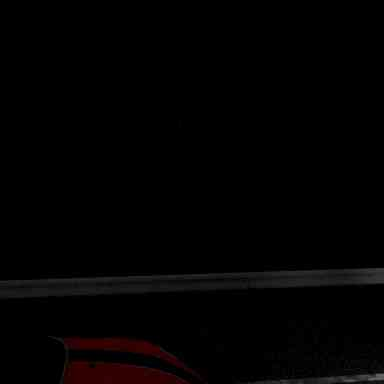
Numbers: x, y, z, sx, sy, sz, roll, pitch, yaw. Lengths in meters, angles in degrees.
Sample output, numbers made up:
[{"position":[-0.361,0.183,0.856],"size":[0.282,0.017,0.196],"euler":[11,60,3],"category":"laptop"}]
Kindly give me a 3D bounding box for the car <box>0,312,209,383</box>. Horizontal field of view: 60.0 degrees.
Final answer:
[{"position":[-1.880,1.352,1.634],"size":[4.553,1.767,2.097],"euler":[0,0,-6],"category":"car"}]
